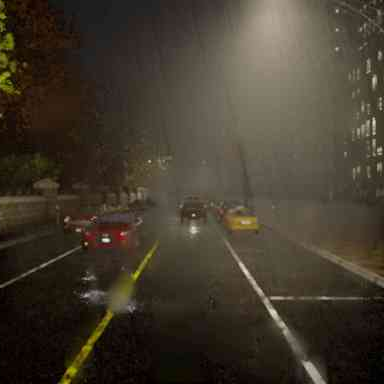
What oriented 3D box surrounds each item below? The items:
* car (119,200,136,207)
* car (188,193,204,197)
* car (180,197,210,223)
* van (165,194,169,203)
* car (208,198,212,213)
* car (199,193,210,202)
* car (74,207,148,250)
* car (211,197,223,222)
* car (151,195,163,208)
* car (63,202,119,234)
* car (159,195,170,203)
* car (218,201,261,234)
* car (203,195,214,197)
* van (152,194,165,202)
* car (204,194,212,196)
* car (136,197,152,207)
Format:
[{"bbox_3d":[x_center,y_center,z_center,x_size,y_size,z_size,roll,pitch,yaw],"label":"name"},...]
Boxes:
[{"bbox_3d":[-5.680,1.491,24.334,2.008,1.369,4.403,0,0,0],"label":"car"},{"bbox_3d":[0.119,1.266,41.785,2.097,1.767,4.553,0,0,0],"label":"car"},{"bbox_3d":[0.111,1.416,25.178,1.882,1.535,5.008,0,0,0],"label":"car"},{"bbox_3d":[-5.664,1.230,63.760,1.690,1.788,3.998,0,0,0],"label":"van"},{"bbox_3d":[2.702,1.475,29.962,1.887,1.381,4.507,0,0,0],"label":"car"},{"bbox_3d":[2.720,1.196,75.022,2.192,1.841,5.009,0,0,0],"label":"car"},{"bbox_3d":[-3.089,1.527,13.901,1.994,1.385,4.181,0,0,0],"label":"car"},{"bbox_3d":[2.700,1.380,24.331,1.967,1.590,4.097,0,0,0],"label":"car"},{"bbox_3d":[-5.671,1.474,46.864,1.947,1.339,4.313,0,0,0],"label":"car"},{"bbox_3d":[-5.683,1.392,18.703,1.967,1.590,4.097,0,0,0],"label":"car"},{"bbox_3d":[-5.661,1.429,69.392,1.887,1.381,4.507,0,0,0],"label":"car"},{"bbox_3d":[2.697,1.476,18.870,1.752,1.417,4.829,0,0,0],"label":"car"},{"bbox_3d":[2.707,1.460,41.227,1.887,1.381,4.507,0,0,0],"label":"car"},{"bbox_3d":[-5.669,1.242,52.495,1.690,1.788,3.998,0,0,0],"label":"van"},{"bbox_3d":[2.712,1.426,52.661,1.752,1.417,4.829,0,0,0],"label":"car"},{"bbox_3d":[-5.676,1.505,35.598,1.802,1.307,4.206,0,0,0],"label":"car"}]
